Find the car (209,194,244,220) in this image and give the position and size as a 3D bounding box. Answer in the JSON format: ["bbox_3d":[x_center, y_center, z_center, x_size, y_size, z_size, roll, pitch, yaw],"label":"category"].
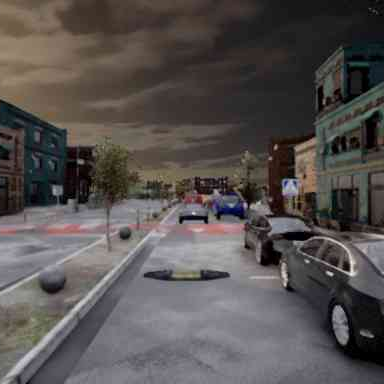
[{"bbox_3d":[3.014,1.180,28.101,2.435,2.045,5.566,0,0,0],"label":"car"}]

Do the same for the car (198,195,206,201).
[{"bbox_3d":[2.931,1.695,94.344,2.002,1.452,4.674,0,-1,-1],"label":"car"}]

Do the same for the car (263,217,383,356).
[{"bbox_3d":[3.001,1.474,6.103,2.231,1.521,4.892,0,0,0],"label":"car"}]

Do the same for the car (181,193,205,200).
[{"bbox_3d":[0.130,1.162,41.658,2.150,2.045,5.566,0,-1,0],"label":"car"}]

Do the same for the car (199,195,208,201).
[{"bbox_3d":[3.041,1.601,88.797,2.231,1.521,4.892,0,0,0],"label":"car"}]

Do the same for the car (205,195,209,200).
[{"bbox_3d":[3.024,1.431,44.629,2.231,1.521,4.892,0,0,0],"label":"car"}]

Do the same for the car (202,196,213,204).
[{"bbox_3d":[3.036,1.536,66.843,2.002,1.452,4.674,0,0,0],"label":"car"}]

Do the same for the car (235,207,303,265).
[{"bbox_3d":[3.004,1.493,11.661,2.163,1.488,4.792,0,0,0],"label":"car"}]

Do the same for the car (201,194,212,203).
[{"bbox_3d":[3.040,1.392,72.337,2.185,1.767,4.553,0,0,0],"label":"car"}]

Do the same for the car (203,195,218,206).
[{"bbox_3d":[3.030,1.329,55.646,2.185,1.767,4.553,0,0,0],"label":"car"}]

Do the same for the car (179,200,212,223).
[{"bbox_3d":[0.114,1.464,23.560,1.994,1.385,4.181,0,-3,0],"label":"car"}]

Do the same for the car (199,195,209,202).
[{"bbox_3d":[3.046,1.565,83.278,2.231,1.521,4.892,0,0,0],"label":"car"}]

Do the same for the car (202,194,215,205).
[{"bbox_3d":[3.033,1.347,61.167,2.185,1.767,4.553,0,0,0],"label":"car"}]
